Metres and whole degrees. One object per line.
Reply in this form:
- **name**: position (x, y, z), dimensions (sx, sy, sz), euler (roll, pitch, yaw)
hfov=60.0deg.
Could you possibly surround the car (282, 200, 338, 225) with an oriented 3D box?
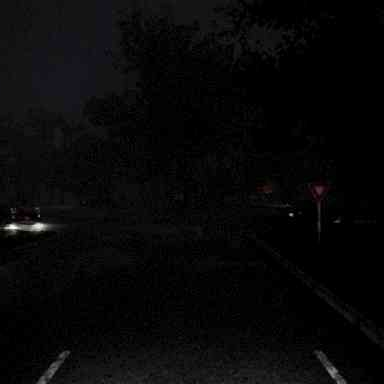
- **car**: position (8.176, 1.456, 23.012), dimensions (4.181, 1.385, 1.994), euler (0, 0, -34)

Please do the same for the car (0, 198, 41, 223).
- **car**: position (-12.802, 1.238, 24.553), dimensions (2.097, 1.767, 4.553), euler (0, 0, -41)

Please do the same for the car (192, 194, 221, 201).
- **car**: position (2.305, 1.003, 51.434), dimensions (4.674, 1.442, 1.812), euler (0, 0, 13)

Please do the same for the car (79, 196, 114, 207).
- **car**: position (-13.338, 1.261, 46.540), dimensions (5.008, 1.535, 1.882), euler (0, 0, -44)

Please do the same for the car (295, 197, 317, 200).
- **car**: position (13.887, 1.302, 40.612), dimensions (2.128, 1.511, 4.902), euler (0, 0, -15)
